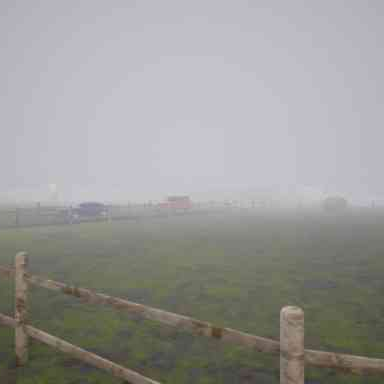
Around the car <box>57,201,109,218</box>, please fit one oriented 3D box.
[{"bbox_3d":[-10.047,1.647,30.989,1.882,1.535,5.008,0,-1,36],"label":"car"}]

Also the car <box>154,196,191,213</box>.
[{"bbox_3d":[-2.339,1.502,41.559,2.150,2.045,5.566,0,1,36],"label":"car"}]

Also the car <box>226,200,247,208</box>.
[{"bbox_3d":[7.372,2.017,54.742,1.812,1.442,4.674,0,0,36],"label":"car"}]
